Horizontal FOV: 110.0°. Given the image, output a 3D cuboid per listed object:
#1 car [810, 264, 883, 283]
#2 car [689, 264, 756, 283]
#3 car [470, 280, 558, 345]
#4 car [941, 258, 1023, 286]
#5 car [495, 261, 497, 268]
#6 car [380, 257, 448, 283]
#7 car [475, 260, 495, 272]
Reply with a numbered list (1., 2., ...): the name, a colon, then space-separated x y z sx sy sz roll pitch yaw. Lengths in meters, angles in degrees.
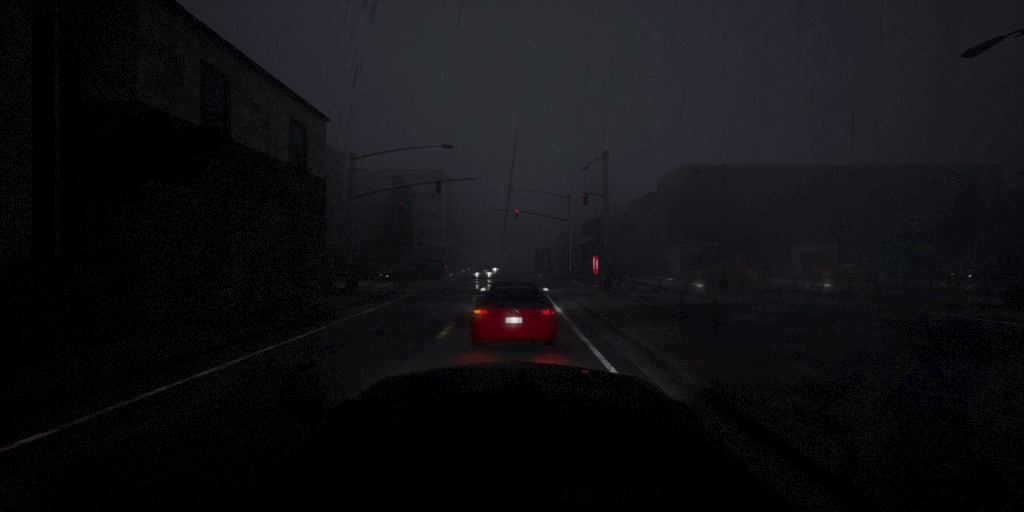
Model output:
1. car: 27.527 1.404 29.602 5.008 1.535 1.882 0 0 0
2. car: 17.302 1.404 29.582 5.008 1.535 1.882 0 0 0
3. car: 0.064 1.314 9.508 1.994 1.385 4.181 0 0 0
4. car: 39.158 1.150 29.601 5.566 2.045 2.150 0 0 0
5. car: -3.561 1.350 61.474 1.895 1.301 4.718 0 0 0
6. car: -8.187 1.138 30.293 5.566 2.045 2.150 0 1 -34
7. car: -3.588 1.276 46.375 1.812 1.442 4.674 0 0 0
